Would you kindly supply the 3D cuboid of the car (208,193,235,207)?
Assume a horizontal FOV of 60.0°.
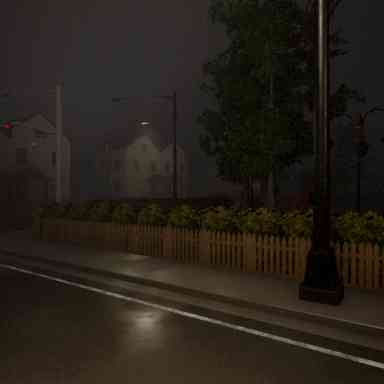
[{"bbox_3d":[4.256,1.221,48.838,2.150,2.045,5.566,0,0,35],"label":"car"}]
